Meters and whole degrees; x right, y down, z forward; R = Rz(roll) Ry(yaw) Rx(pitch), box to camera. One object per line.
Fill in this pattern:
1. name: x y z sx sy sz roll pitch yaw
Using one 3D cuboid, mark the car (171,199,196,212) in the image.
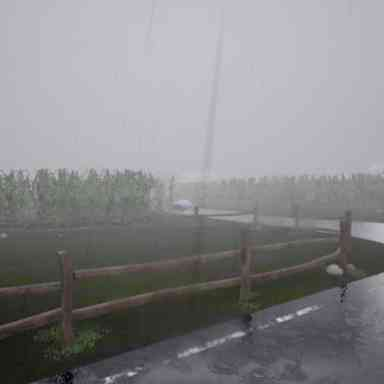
1. car: -1.068 1.611 39.464 1.812 1.442 4.674 -1 0 -25
